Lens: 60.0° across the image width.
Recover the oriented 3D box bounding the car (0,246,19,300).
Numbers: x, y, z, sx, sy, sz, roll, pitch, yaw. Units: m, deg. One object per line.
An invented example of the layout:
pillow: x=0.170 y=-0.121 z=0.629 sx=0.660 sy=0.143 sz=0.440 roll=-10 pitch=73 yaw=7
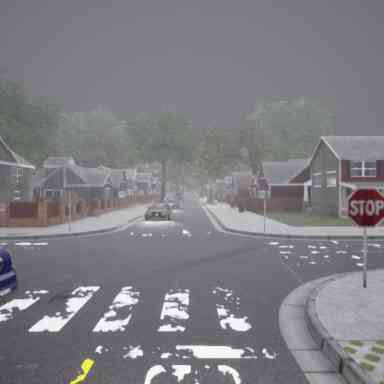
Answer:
car: x=-5.851 y=1.319 z=6.198 sx=4.553 sy=1.767 sz=2.097 roll=4 pitch=-1 yaw=0

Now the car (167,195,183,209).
car: x=-2.617 y=1.482 z=44.099 sx=2.128 sy=1.511 sz=4.902 roll=0 pitch=0 yaw=0

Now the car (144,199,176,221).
car: x=-2.668 y=1.560 z=27.182 sx=1.994 sy=1.385 sz=4.181 roll=0 pitch=0 yaw=0

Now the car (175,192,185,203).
car: x=-2.544 y=1.072 z=68.086 sx=2.150 sy=2.045 sz=5.566 roll=0 pitch=0 yaw=0
